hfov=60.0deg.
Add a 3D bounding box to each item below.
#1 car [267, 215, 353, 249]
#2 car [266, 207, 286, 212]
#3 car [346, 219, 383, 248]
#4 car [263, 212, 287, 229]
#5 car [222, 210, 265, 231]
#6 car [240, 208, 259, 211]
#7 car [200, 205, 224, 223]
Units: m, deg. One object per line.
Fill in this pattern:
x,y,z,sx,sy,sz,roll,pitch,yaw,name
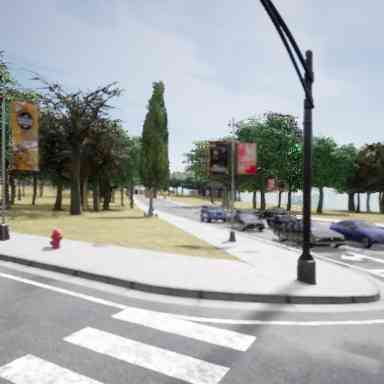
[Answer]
6.691,2.393,19.685,2.033,1.411,5.357,0,-1,-12,car
11.270,2.856,45.988,2.097,1.767,4.553,0,-2,-12,car
9.977,2.383,19.844,1.812,1.442,4.674,0,-1,-12,car
8.166,2.649,28.523,1.895,1.301,4.718,0,-1,-12,car
4.640,2.613,29.517,2.033,1.411,5.357,0,-1,-12,car
6.055,2.803,38.650,1.837,1.490,4.892,0,-2,-12,car
2.472,2.550,39.921,2.150,2.045,5.566,0,-2,-12,car
